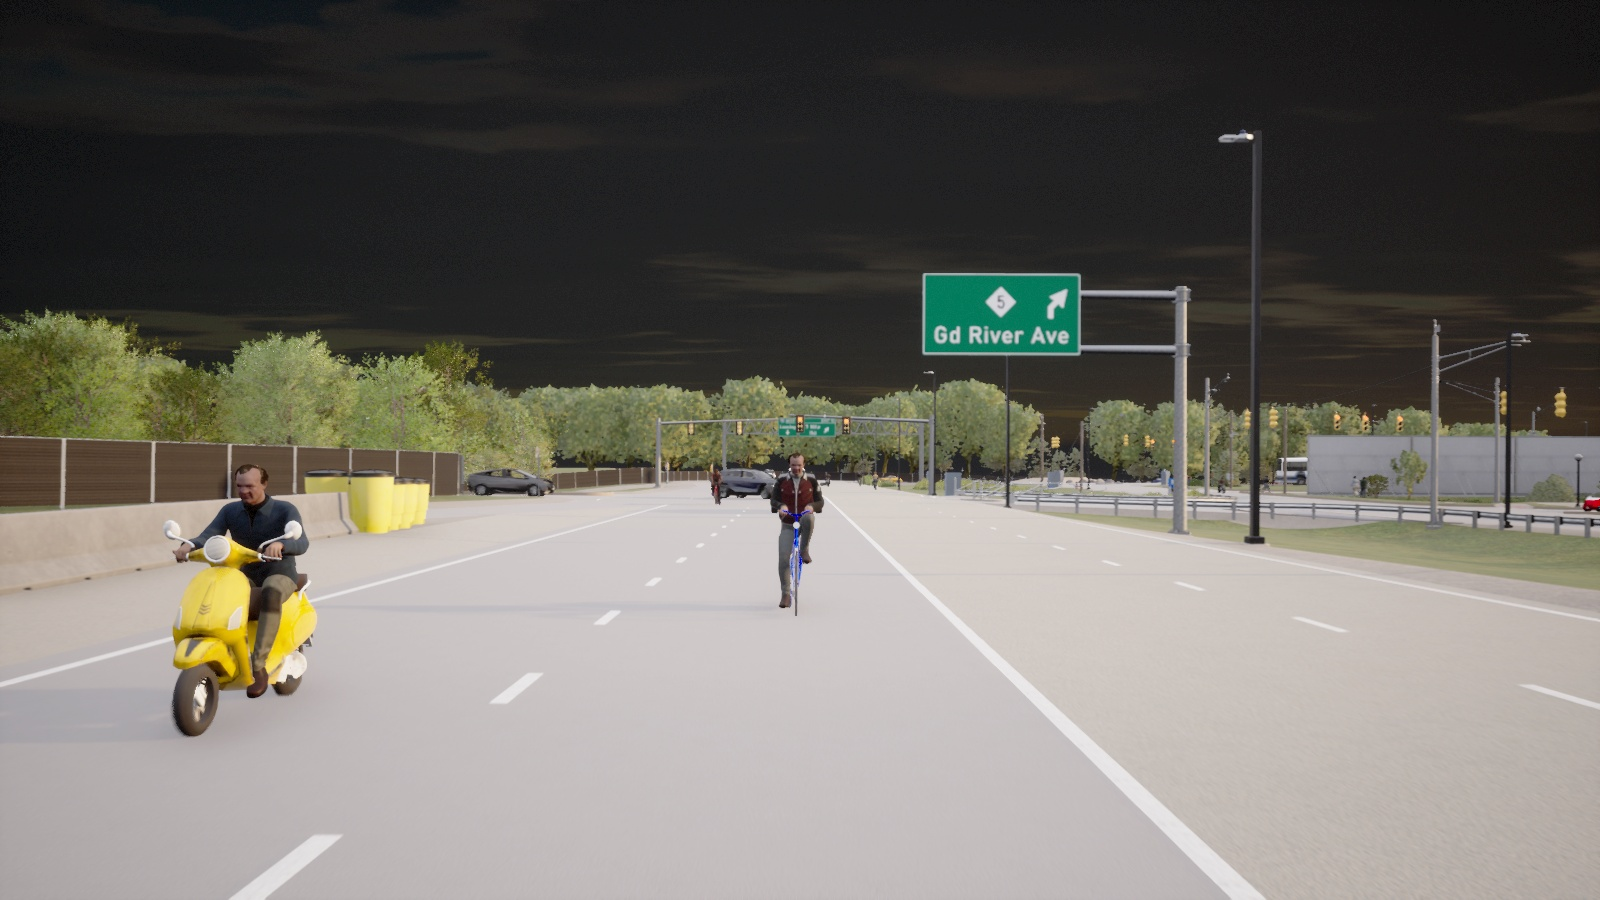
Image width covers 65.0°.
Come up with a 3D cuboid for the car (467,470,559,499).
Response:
[{"bbox_3d":[-15.368,1.851,67.368,4.514,1.525,2.007,0,0,0],"label":"car"}]

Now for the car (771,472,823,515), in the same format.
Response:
[{"bbox_3d":[-0.108,1.567,46.733,1.837,1.490,4.892,0,-1,0],"label":"car"}]

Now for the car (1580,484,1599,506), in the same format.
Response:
[{"bbox_3d":[50.982,2.861,79.604,2.207,1.376,1.481,0,-1,-1],"label":"car"}]

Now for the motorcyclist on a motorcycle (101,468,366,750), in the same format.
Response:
[{"bbox_3d":[-3.518,0.913,8.013,0.866,1.590,1.817,0,-1,0],"label":"motorcyclist on a motorcycle"}]

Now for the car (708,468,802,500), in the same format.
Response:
[{"bbox_3d":[-2.445,1.843,67.873,4.856,1.649,2.033,-1,-2,36],"label":"car"}]

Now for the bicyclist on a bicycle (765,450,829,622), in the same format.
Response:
[{"bbox_3d":[-0.033,0.912,13.922,0.659,1.776,1.843,0,-1,0],"label":"bicyclist on a bicycle"}]
